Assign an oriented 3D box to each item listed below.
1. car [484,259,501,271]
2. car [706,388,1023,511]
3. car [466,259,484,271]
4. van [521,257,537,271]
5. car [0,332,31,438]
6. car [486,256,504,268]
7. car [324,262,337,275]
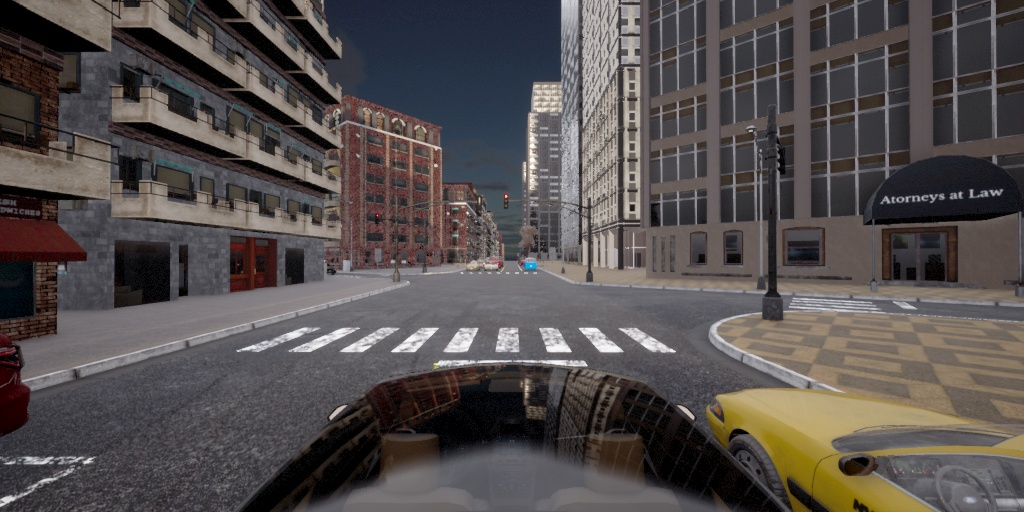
[{"bbox_3d":[-2.871,1.396,50.192,1.895,1.301,4.718,0,0,-2],"label":"car"},{"bbox_3d":[2.566,1.275,1.258,1.751,1.417,4.829,0,0,0],"label":"car"},{"bbox_3d":[-5.337,1.320,49.908,1.751,1.417,4.829,0,0,0],"label":"car"},{"bbox_3d":[2.543,1.136,50.081,1.690,1.789,3.998,0,0,0],"label":"van"},{"bbox_3d":[-5.314,1.065,1.078,2.192,1.841,5.009,0,0,0],"label":"car"},{"bbox_3d":[-2.858,1.037,59.699,2.150,2.045,5.566,0,0,0],"label":"car"},{"bbox_3d":[-22.154,1.454,41.590,4.892,1.490,1.837,-1,-1,41],"label":"car"}]
